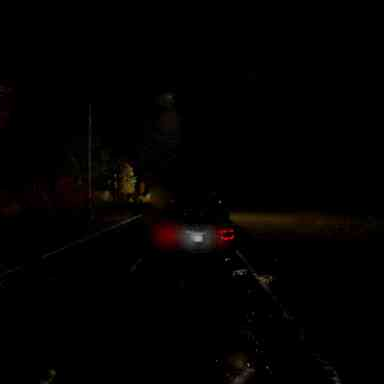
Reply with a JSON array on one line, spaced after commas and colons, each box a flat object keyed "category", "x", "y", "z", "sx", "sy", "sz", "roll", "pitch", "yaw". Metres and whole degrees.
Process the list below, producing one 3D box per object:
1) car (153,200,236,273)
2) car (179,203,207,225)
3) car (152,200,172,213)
[{"category": "car", "x": 0.094, "y": 1.261, "z": 10.958, "sx": 2.150, "sy": 2.045, "sz": 5.566, "roll": 0, "pitch": 0, "yaw": -1}, {"category": "car", "x": 0.101, "y": 1.644, "z": 26.637, "sx": 2.033, "sy": 1.411, "sz": 5.357, "roll": 0, "pitch": 0, "yaw": 0}, {"category": "car", "x": -3.570, "y": 1.709, "z": 40.213, "sx": 1.994, "sy": 1.385, "sz": 4.181, "roll": 0, "pitch": 0, "yaw": 0}]
